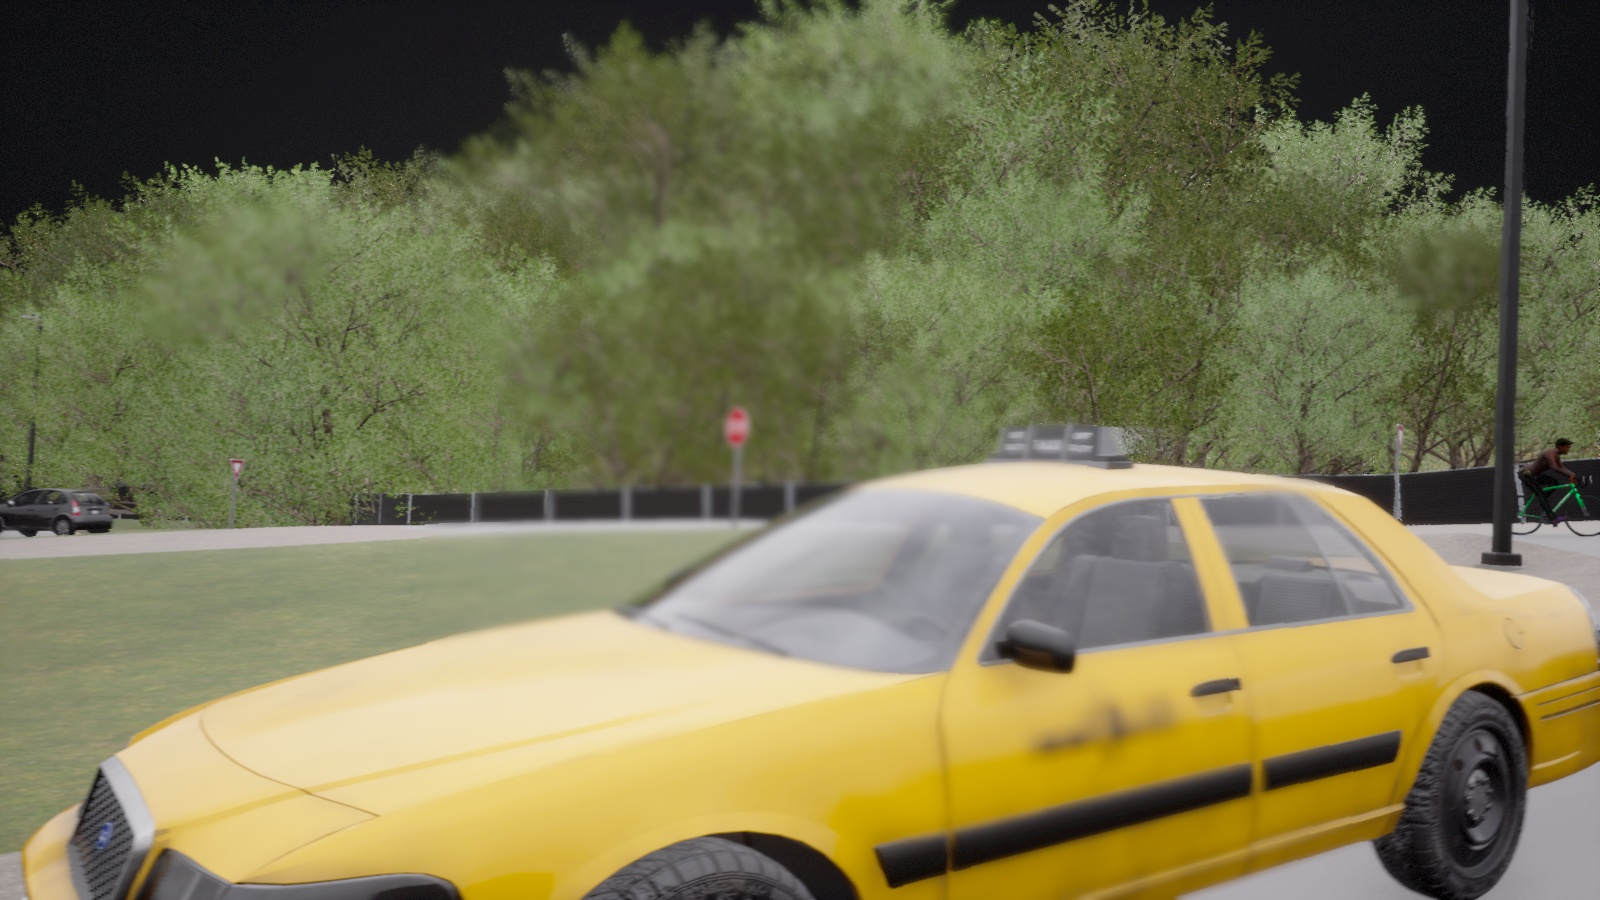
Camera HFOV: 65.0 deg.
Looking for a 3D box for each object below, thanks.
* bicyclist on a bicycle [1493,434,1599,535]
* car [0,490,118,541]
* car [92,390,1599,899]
[{"bbox_3d":[12.518,0.582,20.835,0.582,1.620,1.656,2,-3,-45],"label":"bicyclist on a bicycle"},{"bbox_3d":[-24.933,2.145,41.415,3.988,1.617,1.851,0,-2,11],"label":"car"},{"bbox_3d":[0.795,0.686,4.199,5.366,1.575,1.801,0,0,-34],"label":"car"}]
